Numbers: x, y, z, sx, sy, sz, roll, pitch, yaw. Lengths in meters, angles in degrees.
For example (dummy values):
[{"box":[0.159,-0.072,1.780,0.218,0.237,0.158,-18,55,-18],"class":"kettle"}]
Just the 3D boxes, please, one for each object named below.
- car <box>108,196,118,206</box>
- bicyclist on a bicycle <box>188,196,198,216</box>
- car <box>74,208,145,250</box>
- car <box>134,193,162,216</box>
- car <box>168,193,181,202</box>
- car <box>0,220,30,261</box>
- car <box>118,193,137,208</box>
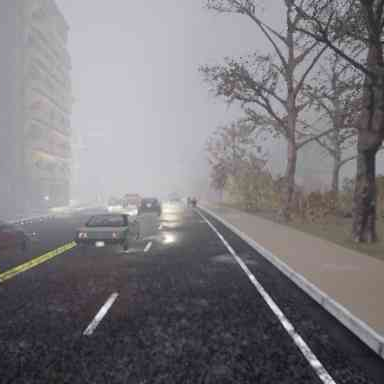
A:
[{"box":[-11.893,1.347,52.075,2.128,1.511,4.902,0,0,-4],"class":"car"},{"box":[0.198,1.281,29.836,0.659,1.776,1.843,0,0,-2],"class":"bicyclist on a bicycle"},{"box":[-3.329,1.563,14.111,1.895,1.301,4.718,0,0,-1],"class":"car"},{"box":[-3.956,1.261,31.849,2.097,1.767,4.553,0,0,-3],"class":"car"},{"box":[-3.268,1.356,66.614,1.994,1.385,4.181,0,0,-5],"class":"car"},{"box":[-6.712,1.540,10.116,1.994,1.385,4.181,0,0,-1],"class":"car"},{"box":[-8.146,1.096,45.230,2.150,2.045,5.566,0,0,-4],"class":"car"}]
